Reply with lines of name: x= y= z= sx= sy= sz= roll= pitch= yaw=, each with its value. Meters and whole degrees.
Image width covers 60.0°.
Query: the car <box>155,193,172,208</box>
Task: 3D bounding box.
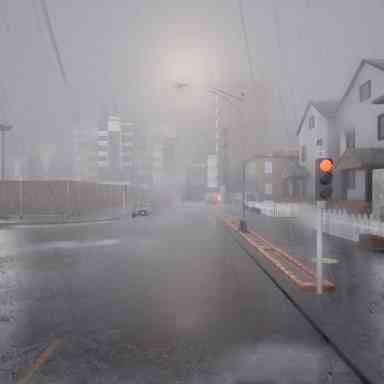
car: x=-4.072 y=1.221 z=48.159 sx=2.150 sy=2.045 sz=5.566 roll=0 pitch=0 yaw=0

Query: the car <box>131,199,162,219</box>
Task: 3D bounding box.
car: x=-4.088 y=1.563 z=29.451 sx=1.994 sy=1.385 sz=4.181 roll=0 pitch=0 yaw=0
